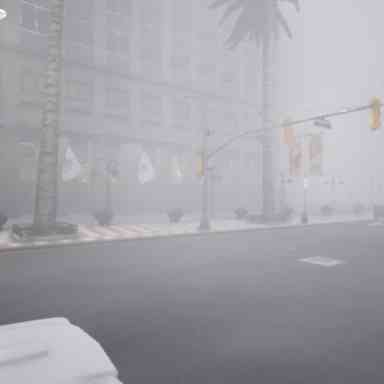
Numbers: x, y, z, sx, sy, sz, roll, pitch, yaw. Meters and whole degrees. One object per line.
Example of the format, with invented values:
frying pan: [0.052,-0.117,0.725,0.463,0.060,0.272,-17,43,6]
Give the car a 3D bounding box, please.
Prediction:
car: [-2.706,1.588,1.855,4.718,1.301,1.895,1,0,-35]
